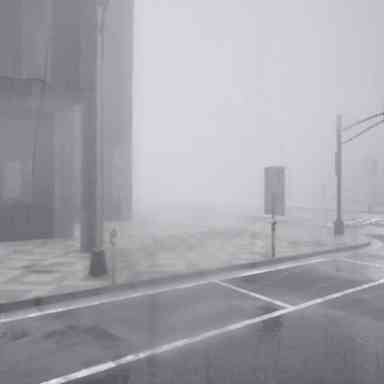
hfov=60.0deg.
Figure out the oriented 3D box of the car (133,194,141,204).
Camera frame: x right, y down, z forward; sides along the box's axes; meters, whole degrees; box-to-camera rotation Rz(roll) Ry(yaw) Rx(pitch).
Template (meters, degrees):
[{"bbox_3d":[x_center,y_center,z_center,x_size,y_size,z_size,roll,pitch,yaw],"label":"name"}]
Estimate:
[{"bbox_3d":[-9.492,0.978,50.395,2.128,1.511,4.902,0,1,-35],"label":"car"}]
